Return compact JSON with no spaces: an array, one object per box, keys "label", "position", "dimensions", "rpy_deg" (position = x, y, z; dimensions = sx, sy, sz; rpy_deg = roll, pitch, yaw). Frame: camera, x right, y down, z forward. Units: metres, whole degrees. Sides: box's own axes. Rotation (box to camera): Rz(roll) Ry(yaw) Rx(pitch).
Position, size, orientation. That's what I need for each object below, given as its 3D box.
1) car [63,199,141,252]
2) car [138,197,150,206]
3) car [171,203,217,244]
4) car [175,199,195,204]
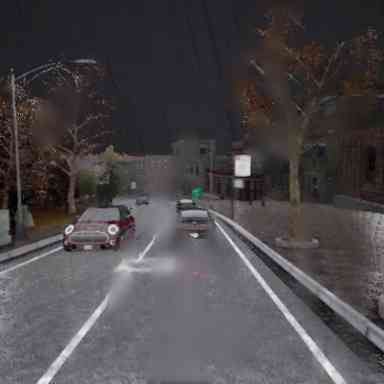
[{"label":"car","position":[-3.628,1.334,13.819],"dimensions":[2.097,1.767,4.553],"rpy_deg":[0,0,0]},{"label":"car","position":[-8.279,1.565,55.770],"dimensions":[2.033,1.411,5.357],"rpy_deg":[-1,0,-14]},{"label":"car","position":[0.102,1.484,15.688],"dimensions":[1.837,1.490,4.892],"rpy_deg":[0,0,0]},{"label":"car","position":[-0.705,1.420,33.930],"dimensions":[1.882,1.535,5.008],"rpy_deg":[0,0,-5]}]
